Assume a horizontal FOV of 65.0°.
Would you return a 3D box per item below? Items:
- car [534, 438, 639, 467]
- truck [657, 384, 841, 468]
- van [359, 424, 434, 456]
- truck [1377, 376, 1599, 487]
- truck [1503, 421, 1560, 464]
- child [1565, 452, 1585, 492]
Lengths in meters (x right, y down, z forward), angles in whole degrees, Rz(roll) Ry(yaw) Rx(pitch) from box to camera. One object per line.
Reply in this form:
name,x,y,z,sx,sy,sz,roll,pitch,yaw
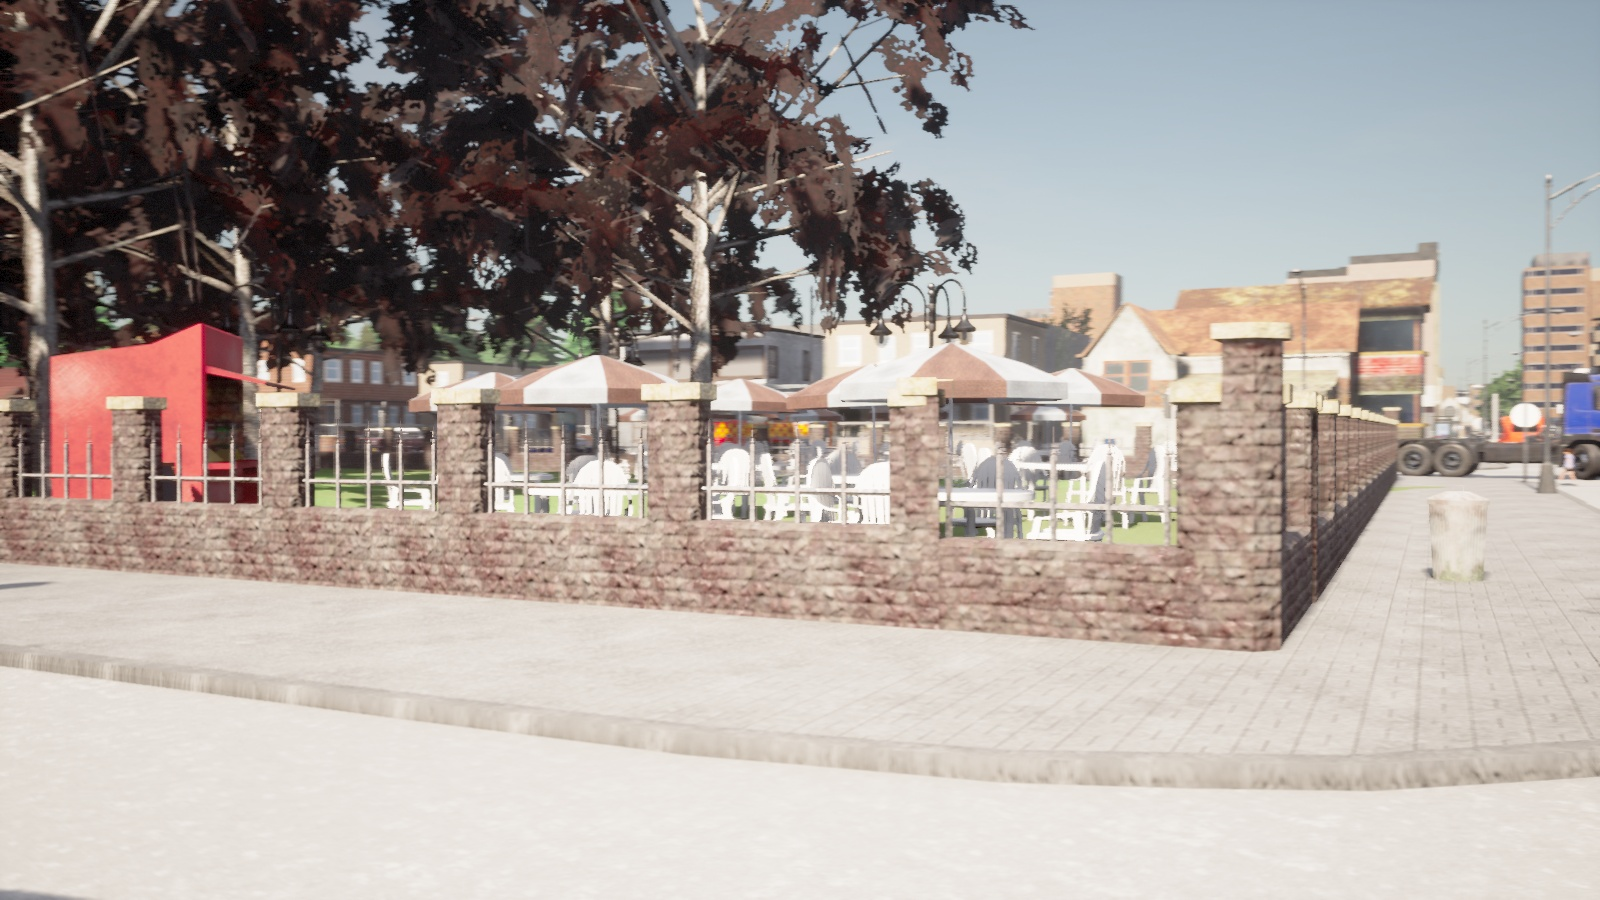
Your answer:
car,-10.160,0.088,59.627,4.718,1.301,1.895,1,1,27
truck,-2.470,-1.153,60.168,8.468,3.827,2.891,1,1,27
van,-26.396,-0.659,82.294,2.069,2.038,4.480,1,1,27
truck,23.916,-0.619,42.039,7.936,3.462,2.891,1,1,36
truck,43.829,-0.487,75.347,2.627,2.467,5.204,1,1,27
child,21.953,0.621,35.574,0.255,1.110,0.394,0,1,-29
